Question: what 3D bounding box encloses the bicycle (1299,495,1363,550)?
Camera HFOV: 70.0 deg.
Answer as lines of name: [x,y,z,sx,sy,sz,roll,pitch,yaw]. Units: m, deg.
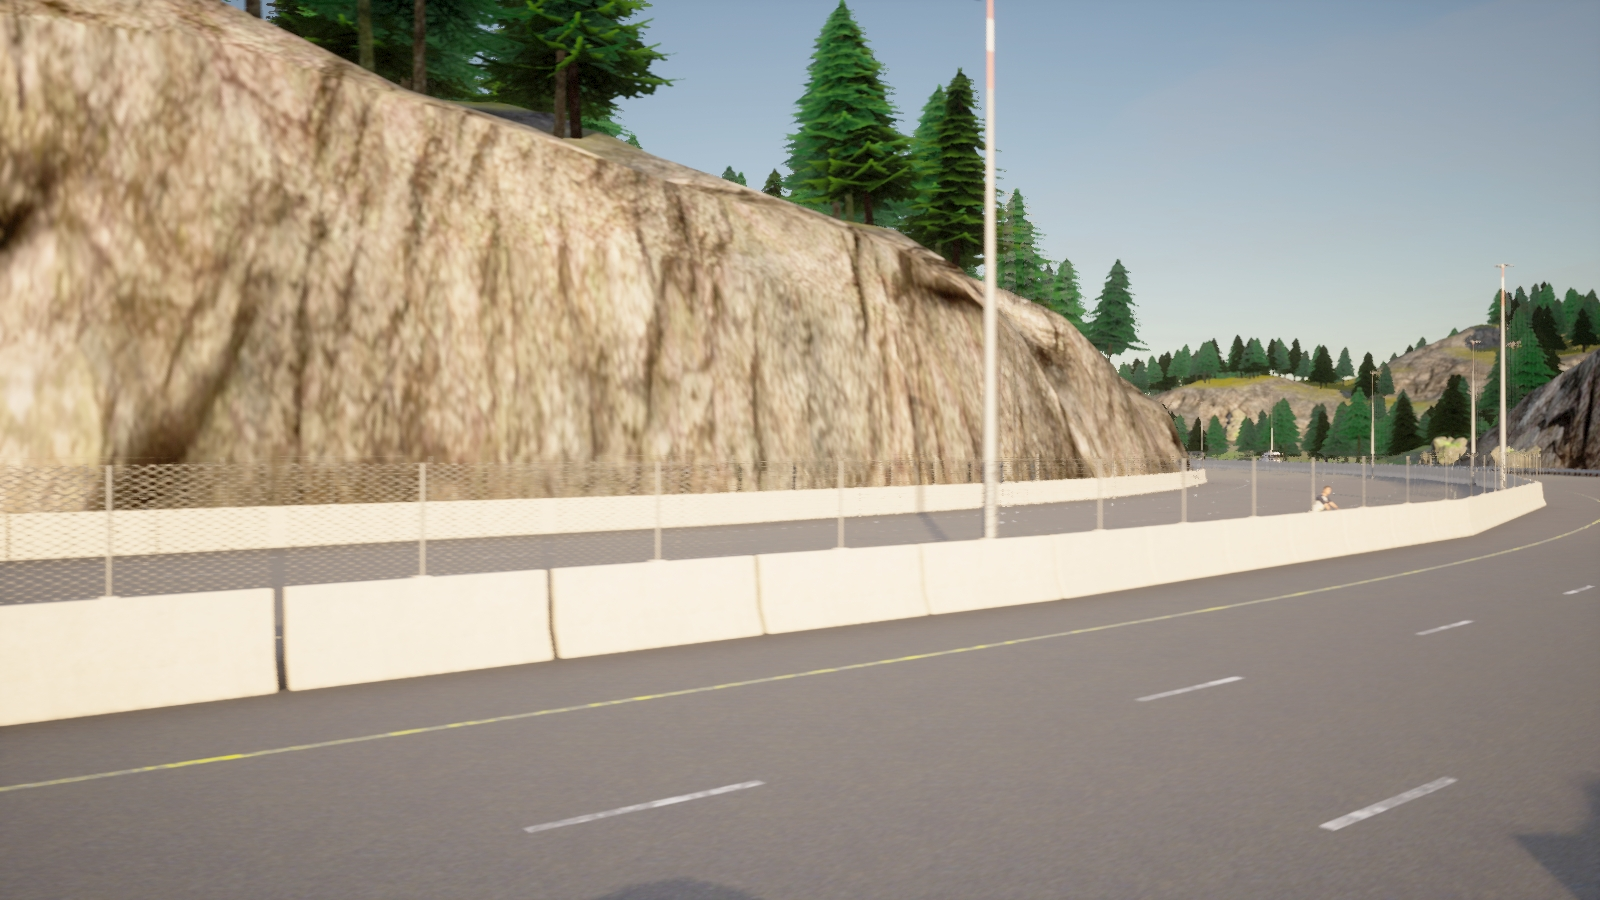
bicycle: [15.198,2.070,32.748,0.373,1.514,1.643,2,-2,-42]
